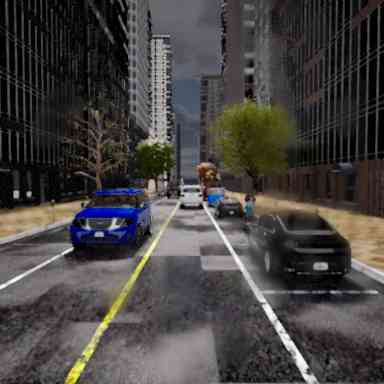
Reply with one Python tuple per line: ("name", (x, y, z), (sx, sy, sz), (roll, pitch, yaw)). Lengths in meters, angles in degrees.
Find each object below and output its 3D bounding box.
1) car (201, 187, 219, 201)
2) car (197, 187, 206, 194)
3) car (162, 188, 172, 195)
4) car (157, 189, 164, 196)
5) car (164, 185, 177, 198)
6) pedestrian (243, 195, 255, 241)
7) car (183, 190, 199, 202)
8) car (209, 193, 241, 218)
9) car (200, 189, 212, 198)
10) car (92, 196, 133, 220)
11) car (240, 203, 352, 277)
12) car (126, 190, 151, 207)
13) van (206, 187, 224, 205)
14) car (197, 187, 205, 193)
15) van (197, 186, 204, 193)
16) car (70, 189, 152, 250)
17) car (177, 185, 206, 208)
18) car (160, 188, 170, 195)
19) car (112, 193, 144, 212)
("car", (2.405, 0.225, 45.658), (2.192, 1.841, 5.009), (-1, 1, 0))
("car", (2.299, -0.448, 79.544), (1.967, 1.590, 4.097), (-1, 1, 0))
("car", (-5.562, -0.206, 73.842), (1.887, 1.381, 4.507), (-1, 1, 0))
("car", (-5.526, 0.066, 62.548), (2.008, 1.369, 4.403), (-1, 1, 0))
("car", (-2.981, -0.107, 55.882), (2.150, 2.045, 5.566), (0, 1, 0))
("pedestrian", (2.134, 0.993, 12.392), (0.375, 1.860, 0.375), (-1, 2, 0))
("car", (-0.129, 0.489, 44.396), (2.033, 1.411, 5.357), (0, 1, 0))
("car", (2.481, 0.996, 23.076), (2.008, 1.369, 4.403), (-1, 1, 0))
("car", (2.372, 0.189, 56.958), (1.887, 1.381, 4.507), (-1, 1, 0))
("car", (-5.399, 1.031, 23.020), (1.802, 1.307, 4.206), (-1, 1, 0))
("car", (2.720, 1.274, 9.466), (1.837, 1.490, 4.892), (0, 1, 0))
("car", (-5.437, 0.622, 34.311), (1.967, 1.590, 4.097), (-1, 1, 0))
("van", (2.441, 0.518, 34.365), (1.690, 1.788, 3.998), (-1, 1, 0))
("car", (2.282, -0.476, 85.193), (1.887, 1.381, 4.507), (-1, 1, 0))
("van", (2.261, -0.813, 90.836), (1.690, 1.788, 3.998), (-1, 1, 0))
("car", (-2.893, 0.906, 13.088), (2.150, 2.045, 5.566), (0, 1, 0))
("car", (-0.032, 0.446, 32.417), (2.150, 2.045, 5.566), (0, 1, 0))
("car", (-5.543, -0.036, 68.196), (1.802, 1.307, 4.206), (-1, 1, 0))
("car", (-5.420, 0.860, 28.668), (1.887, 1.381, 4.507), (-1, 1, 0))
